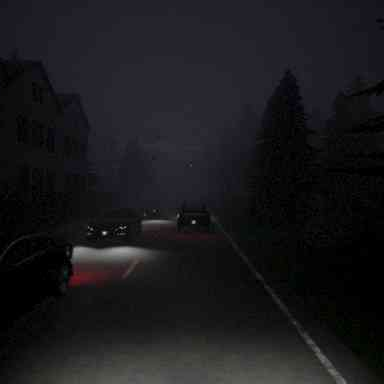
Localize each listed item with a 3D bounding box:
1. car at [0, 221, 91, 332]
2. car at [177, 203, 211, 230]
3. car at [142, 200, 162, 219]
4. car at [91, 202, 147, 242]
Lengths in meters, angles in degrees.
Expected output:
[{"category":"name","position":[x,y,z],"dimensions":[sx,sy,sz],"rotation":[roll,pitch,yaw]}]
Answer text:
[{"category":"car","position":[-3.592,1.464,5.664],"dimensions":[2.128,1.511,4.902],"rotation":[0,0,0]},{"category":"car","position":[0.099,1.395,20.130],"dimensions":[2.128,1.511,4.902],"rotation":[0,0,0]},{"category":"car","position":[-3.542,1.396,27.456],"dimensions":[1.812,1.442,4.674],"rotation":[0,1,1]},{"category":"car","position":[-3.587,1.428,16.078],"dimensions":[1.837,1.490,4.892],"rotation":[0,0,0]}]
